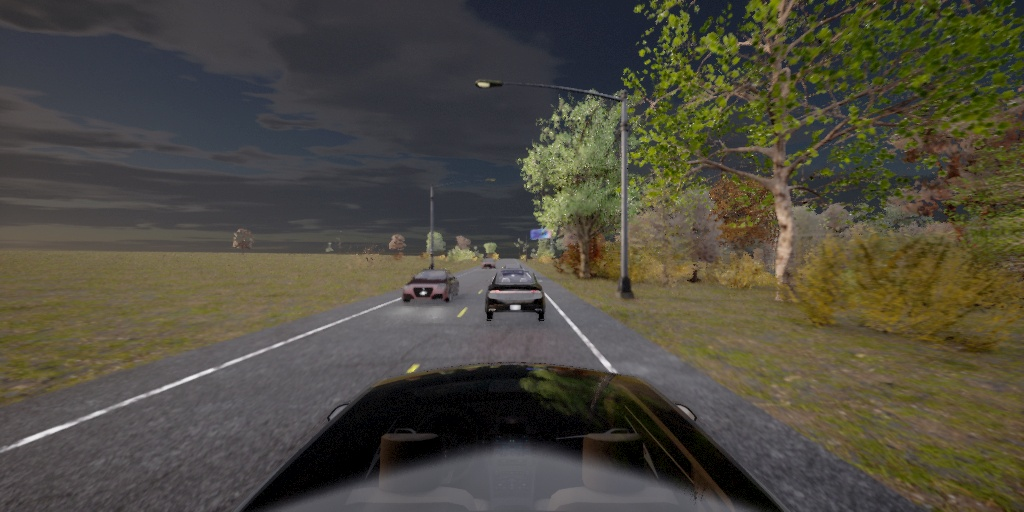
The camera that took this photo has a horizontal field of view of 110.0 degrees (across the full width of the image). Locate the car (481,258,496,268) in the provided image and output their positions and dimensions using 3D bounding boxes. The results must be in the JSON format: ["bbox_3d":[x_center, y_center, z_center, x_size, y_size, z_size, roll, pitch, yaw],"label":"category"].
[{"bbox_3d":[-3.587,1.128,55.123,2.097,1.767,4.553,0,0,0],"label":"car"}]

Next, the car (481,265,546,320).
[{"bbox_3d":[0.097,1.245,12.569,2.128,1.511,4.902,0,0,0],"label":"car"}]

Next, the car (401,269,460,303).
[{"bbox_3d":[-3.605,1.318,16.549,1.994,1.385,4.181,0,0,0],"label":"car"}]
